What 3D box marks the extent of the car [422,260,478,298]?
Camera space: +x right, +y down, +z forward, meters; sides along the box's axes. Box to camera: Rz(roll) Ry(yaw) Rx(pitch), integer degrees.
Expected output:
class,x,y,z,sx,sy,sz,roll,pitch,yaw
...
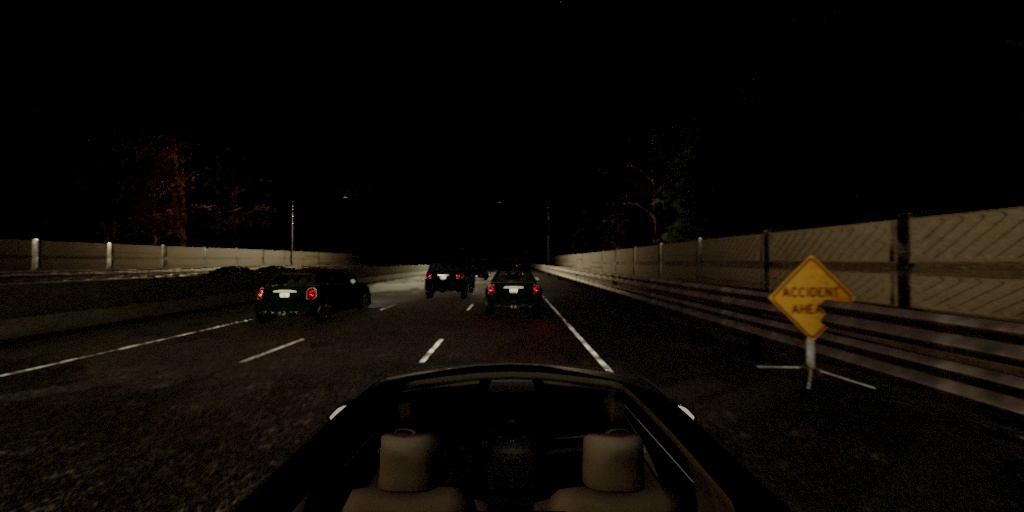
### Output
class,x,y,z,sx,sy,sz,roll,pitch,yaw
car,-3.439,1.225,20.652,2.150,2.045,5.566,0,-1,0

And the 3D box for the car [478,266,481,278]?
class,x,y,z,sx,sy,sz,roll,pitch,yaw
car,-3.477,1.749,37.639,1.837,1.490,4.892,0,0,0

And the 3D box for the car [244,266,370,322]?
class,x,y,z,sx,sy,sz,roll,pitch,yaw
car,-6.938,1.251,13.065,2.097,1.767,4.553,0,-1,0

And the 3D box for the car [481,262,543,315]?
class,x,y,z,sx,sy,sz,roll,pitch,yaw
car,0.063,1.272,14.707,2.097,1.767,4.553,0,-1,0

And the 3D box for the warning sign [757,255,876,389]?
class,x,y,z,sx,sy,sz,roll,pitch,yaw
warning sign,4.544,0.913,5.450,1.300,1.860,1.060,0,0,0

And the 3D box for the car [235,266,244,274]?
class,x,y,z,sx,sy,sz,roll,pitch,yaw
car,-21.159,1.660,31.334,1.837,1.490,4.892,0,-1,0

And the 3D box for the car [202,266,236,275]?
class,x,y,z,sx,sy,sz,roll,pitch,yaw
car,-24.659,1.660,31.307,1.837,1.490,4.892,0,-1,0
